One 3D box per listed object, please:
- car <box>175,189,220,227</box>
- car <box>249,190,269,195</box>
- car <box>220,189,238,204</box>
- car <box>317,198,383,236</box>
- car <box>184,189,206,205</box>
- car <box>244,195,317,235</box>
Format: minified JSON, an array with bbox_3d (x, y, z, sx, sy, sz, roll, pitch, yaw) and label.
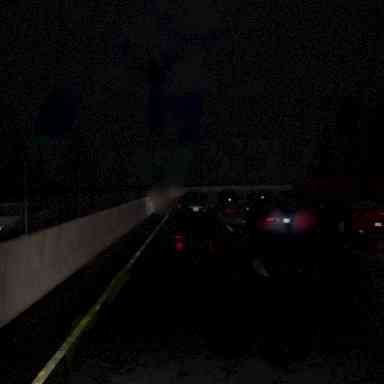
[{"bbox_3d":[0.206,0.811,18.243,2.097,1.767,4.553,0,2,0],"label":"car"},{"bbox_3d":[7.327,0.488,36.451,1.994,1.385,4.181,0,2,1],"label":"car"},{"bbox_3d":[3.817,0.447,35.853,1.837,1.490,4.892,0,2,1],"label":"car"},{"bbox_3d":[7.190,1.023,15.288,1.882,1.535,5.008,0,2,0],"label":"car"},{"bbox_3d":[0.319,0.435,35.808,2.128,1.511,4.902,0,2,1],"label":"car"},{"bbox_3d":[3.690,1.089,15.457,2.033,1.411,5.357,0,2,0],"label":"car"}]
